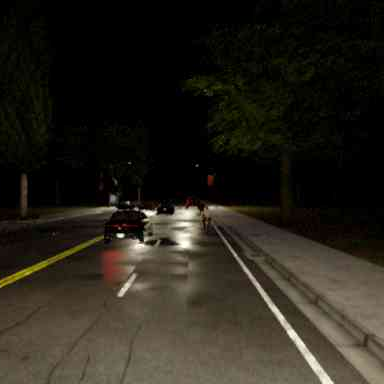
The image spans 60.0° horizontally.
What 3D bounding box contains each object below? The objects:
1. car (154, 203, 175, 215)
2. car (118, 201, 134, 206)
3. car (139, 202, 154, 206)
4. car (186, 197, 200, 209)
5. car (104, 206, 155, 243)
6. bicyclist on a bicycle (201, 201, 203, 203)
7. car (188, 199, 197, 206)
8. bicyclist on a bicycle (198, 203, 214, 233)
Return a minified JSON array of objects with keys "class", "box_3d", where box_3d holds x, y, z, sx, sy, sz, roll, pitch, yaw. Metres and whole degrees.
[{"class":"car","box_3d":[-3.111,1.984,40.233,1.994,1.385,4.181,0,-1,0]},{"class":"car","box_3d":[-9.779,2.080,49.357,1.994,1.385,4.181,0,-1,0]},{"class":"car","box_3d":[-6.537,2.104,48.114,1.895,1.301,4.718,0,-1,0]},{"class":"car","box_3d":[0.153,1.816,56.853,2.150,2.045,5.566,0,-1,0]},{"class":"car","box_3d":[-3.133,1.683,17.026,1.837,1.490,4.892,0,-1,0]},{"class":"bicyclist on a bicycle","box_3d":[0.925,1.703,31.687,0.659,1.776,1.843,0,0,0]},{"class":"car","box_3d":[0.071,2.313,73.496,2.033,1.411,5.357,0,-1,0]},{"class":"bicyclist on a bicycle","box_3d":[0.902,1.648,20.086,0.866,1.612,1.509,0,-1,0]}]
